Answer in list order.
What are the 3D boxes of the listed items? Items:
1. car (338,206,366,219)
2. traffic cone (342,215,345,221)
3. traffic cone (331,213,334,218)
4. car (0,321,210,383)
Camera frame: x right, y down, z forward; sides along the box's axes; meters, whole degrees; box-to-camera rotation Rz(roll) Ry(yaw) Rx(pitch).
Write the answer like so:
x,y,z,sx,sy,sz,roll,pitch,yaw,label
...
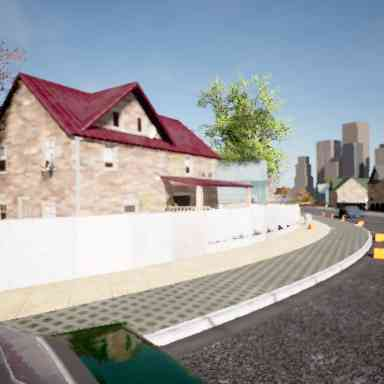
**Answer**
x,y,z,sx,sy,sz,roll,pitch,yaw,label
18.251,2.281,38.212,2.033,1.411,5.357,-1,-2,11,car
14.956,2.551,32.823,0.340,0.580,0.340,-1,-2,11,traffic cone
15.940,2.687,37.725,0.340,0.580,0.340,-1,-2,11,traffic cone
-2.096,1.627,1.685,4.718,1.301,1.895,0,-1,-36,car
